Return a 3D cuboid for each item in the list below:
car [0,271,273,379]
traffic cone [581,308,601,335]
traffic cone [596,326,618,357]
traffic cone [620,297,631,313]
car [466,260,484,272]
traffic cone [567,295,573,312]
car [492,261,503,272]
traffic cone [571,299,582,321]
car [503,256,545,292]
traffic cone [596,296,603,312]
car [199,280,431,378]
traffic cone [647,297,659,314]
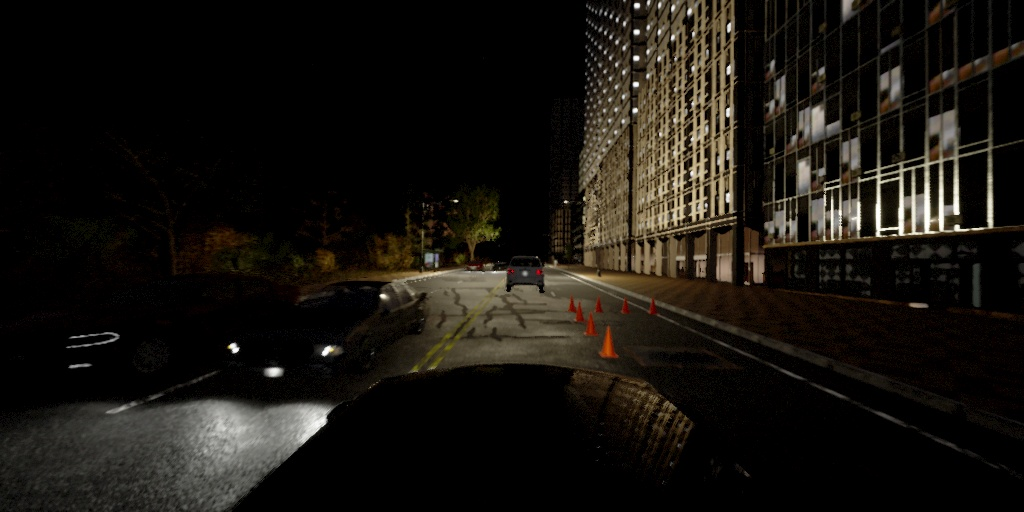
[{"bbox_3d":[-6.478,1.106,7.256,1.882,1.535,5.008,1,0,2],"label":"car"},{"bbox_3d":[2.068,1.755,9.426,0.340,0.580,0.340,0,0,2],"label":"traffic cone"},{"bbox_3d":[1.988,1.751,7.428,0.340,0.580,0.340,0,0,2],"label":"traffic cone"},{"bbox_3d":[4.226,1.806,13.343,0.340,0.580,0.340,0,0,2],"label":"traffic cone"},{"bbox_3d":[-4.837,1.314,47.745,1.812,1.442,4.674,1,0,3],"label":"car"},{"bbox_3d":[2.228,1.767,13.423,0.340,0.580,0.340,0,0,2],"label":"traffic cone"},{"bbox_3d":[-1.542,1.422,48.702,1.994,1.385,4.181,1,0,3],"label":"car"},{"bbox_3d":[2.148,1.761,11.424,0.340,0.580,0.340,0,0,2],"label":"traffic cone"},{"bbox_3d":[0.830,1.028,22.191,2.150,2.045,5.566,1,0,2],"label":"car"},{"bbox_3d":[3.227,1.787,13.383,0.340,0.580,0.340,0,0,2],"label":"traffic cone"},{"bbox_3d":[-3.210,1.241,7.661,2.033,1.411,5.357,1,0,2],"label":"car"},{"bbox_3d":[5.225,1.826,13.302,0.340,0.580,0.340,0,0,2],"label":"traffic cone"}]
